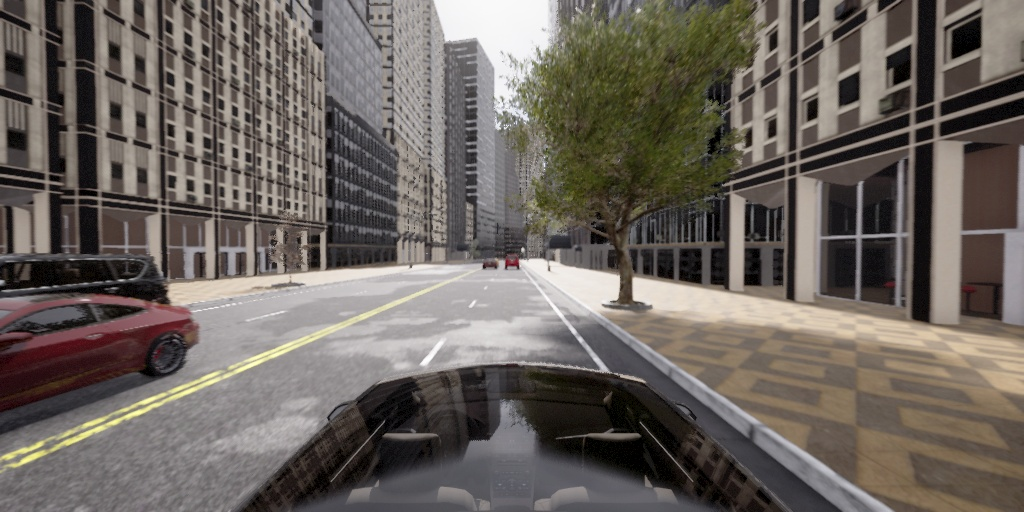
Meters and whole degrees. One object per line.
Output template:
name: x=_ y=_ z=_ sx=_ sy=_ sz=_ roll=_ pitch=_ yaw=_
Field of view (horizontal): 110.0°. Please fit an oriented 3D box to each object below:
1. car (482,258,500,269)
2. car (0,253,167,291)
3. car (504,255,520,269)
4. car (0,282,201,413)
car: x=-3.228 y=1.019 z=53.329 sx=2.097 sy=1.767 sz=4.553 roll=0 pitch=0 yaw=0
car: x=-9.839 y=0.963 z=6.866 sx=2.150 sy=2.045 sz=5.566 roll=0 pitch=0 yaw=0
car: x=0.022 y=0.889 z=52.961 sx=2.150 sy=2.045 sz=5.566 roll=0 pitch=0 yaw=0
car: x=-6.591 y=1.271 z=4.651 sx=1.812 sy=1.442 sz=4.674 roll=0 pitch=0 yaw=0
